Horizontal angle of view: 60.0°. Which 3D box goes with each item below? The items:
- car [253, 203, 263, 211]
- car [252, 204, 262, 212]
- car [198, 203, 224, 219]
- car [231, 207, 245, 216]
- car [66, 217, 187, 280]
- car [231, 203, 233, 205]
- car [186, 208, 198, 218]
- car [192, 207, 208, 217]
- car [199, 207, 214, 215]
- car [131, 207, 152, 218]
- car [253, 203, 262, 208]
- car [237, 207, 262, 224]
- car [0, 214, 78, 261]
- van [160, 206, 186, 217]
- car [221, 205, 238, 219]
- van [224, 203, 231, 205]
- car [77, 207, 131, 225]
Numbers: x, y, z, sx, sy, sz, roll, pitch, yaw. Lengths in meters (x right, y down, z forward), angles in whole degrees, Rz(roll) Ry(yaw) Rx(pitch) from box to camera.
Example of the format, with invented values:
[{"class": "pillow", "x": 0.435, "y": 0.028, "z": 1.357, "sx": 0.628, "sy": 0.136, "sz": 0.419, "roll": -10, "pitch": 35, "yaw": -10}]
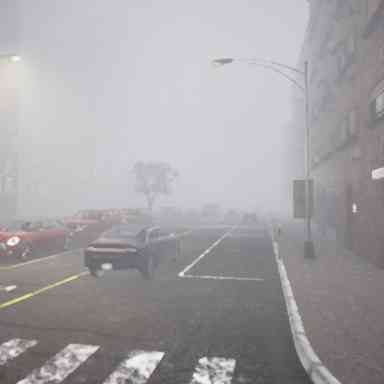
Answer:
[{"class": "car", "x": 16.680, "y": 3.751, "z": 83.988, "sx": 2.192, "sy": 1.841, "sz": 5.009, "roll": 0, "pitch": -2, "yaw": 12}, {"class": "car", "x": 14.312, "y": 3.562, "z": 72.948, "sx": 1.967, "sy": 1.590, "sz": 4.097, "roll": 0, "pitch": -2, "yaw": 12}, {"class": "car", "x": 2.713, "y": 2.587, "z": 46.055, "sx": 2.150, "sy": 2.045, "sz": 5.566, "roll": -1, "pitch": -2, "yaw": 12}, {"class": "car", "x": 7.469, "y": 3.182, "z": 53.790, "sx": 1.895, "sy": 1.301, "sz": 4.718, "roll": -1, "pitch": -2, "yaw": 13}, {"class": "car", "x": -1.726, "y": 1.808, "z": 11.045, "sx": 2.128, "sy": 1.511, "sz": 4.902, "roll": -1, "pitch": -2, "yaw": 12}, {"class": "car", "x": 9.664, "y": 4.213, "z": 91.236, "sx": 1.887, "sy": 1.381, "sz": 4.507, "roll": 0, "pitch": -2, "yaw": 12}, {"class": "car", "x": 0.193, "y": 2.986, "z": 47.085, "sx": 1.802, "sy": 1.307, "sz": 4.206, "roll": 0, "pitch": -2, "yaw": 12}, {"class": "car", "x": 1.341, "y": 3.085, "z": 52.439, "sx": 1.752, "sy": 1.417, "sz": 4.829, "roll": 0, "pitch": -2, "yaw": 12}, {"class": "car", "x": 2.561, "y": 3.306, "z": 58.122, "sx": 1.802, "sy": 1.307, "sz": 4.206, "roll": 0, "pitch": -2, "yaw": 12}, {"class": "car", "x": -4.541, "y": 2.068, "z": 25.018, "sx": 2.192, "sy": 1.841, "sz": 5.009, "roll": 0, "pitch": -2, "yaw": 12}, {"class": "car", "x": 13.128, "y": 3.405, "z": 67.431, "sx": 1.967, "sy": 1.590, "sz": 4.097, "roll": 0, "pitch": -2, "yaw": 12}, {"class": "car", "x": 6.024, "y": 2.554, "z": 34.312, "sx": 2.008, "sy": 1.369, "sz": 4.403, "roll": 0, "pitch": -2, "yaw": 12}, {"class": "car", "x": -6.909, "y": 1.861, "z": 13.977, "sx": 1.967, "sy": 1.590, "sz": 4.097, "roll": 0, "pitch": -2, "yaw": 12}, {"class": "van", "x": -2.173, "y": 2.422, "z": 36.054, "sx": 1.690, "sy": 1.788, "sz": 3.998, "roll": 0, "pitch": -2, "yaw": 12}, {"class": "car", "x": 5.411, "y": 2.822, "z": 44.004, "sx": 1.812, "sy": 1.442, "sz": 4.674, "roll": -1, "pitch": -2, "yaw": 12}, {"class": "van", "x": 8.481, "y": 3.854, "z": 85.721, "sx": 1.690, "sy": 1.788, "sz": 3.998, "roll": 0, "pitch": -2, "yaw": 12}, {"class": "car", "x": -5.725, "y": 1.902, "z": 19.499, "sx": 2.192, "sy": 1.841, "sz": 5.009, "roll": 0, "pitch": -2, "yaw": 12}]
